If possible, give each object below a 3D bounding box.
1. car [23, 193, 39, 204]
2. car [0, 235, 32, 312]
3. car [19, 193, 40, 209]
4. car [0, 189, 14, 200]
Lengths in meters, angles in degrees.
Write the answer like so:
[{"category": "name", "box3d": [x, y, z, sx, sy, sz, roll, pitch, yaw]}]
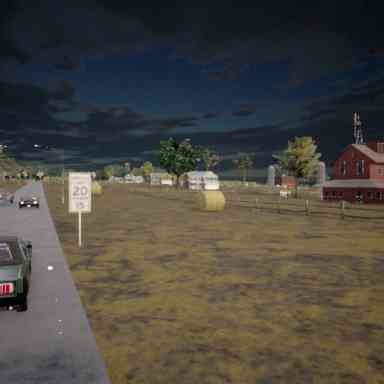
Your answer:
[{"category": "car", "box3d": [-21.499, 0.815, 44.561, 1.895, 1.301, 4.718, 0, 1, -24]}, {"category": "car", "box3d": [-4.507, 1.592, 7.191, 1.895, 1.301, 4.718, 0, 0, -24]}, {"category": "car", "box3d": [-17.321, 1.056, 35.509, 1.895, 1.301, 4.718, 0, 1, -24]}, {"category": "car", "box3d": [-21.566, 0.364, 38.066, 2.097, 1.767, 4.553, 0, 1, -24]}]
